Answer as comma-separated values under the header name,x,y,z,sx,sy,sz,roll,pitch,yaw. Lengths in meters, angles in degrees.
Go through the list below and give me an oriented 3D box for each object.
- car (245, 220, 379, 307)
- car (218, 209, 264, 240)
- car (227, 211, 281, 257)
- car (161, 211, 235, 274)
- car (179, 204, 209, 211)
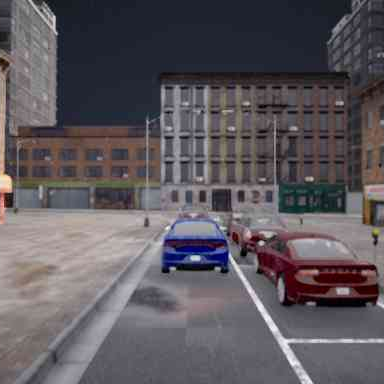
name,x,y,z,sx,sy,sz,roll,pitch,yaw
car,2.654,1.627,8.073,1.887,1.381,4.507,0,-1,0
car,2.669,1.744,19.079,2.008,1.369,4.403,0,-1,0
car,2.662,1.577,13.577,1.967,1.590,4.097,0,-1,0
car,0.102,1.589,10.969,1.882,1.535,5.008,0,-1,0
car,0.126,1.591,23.525,2.097,1.767,4.553,0,0,1
